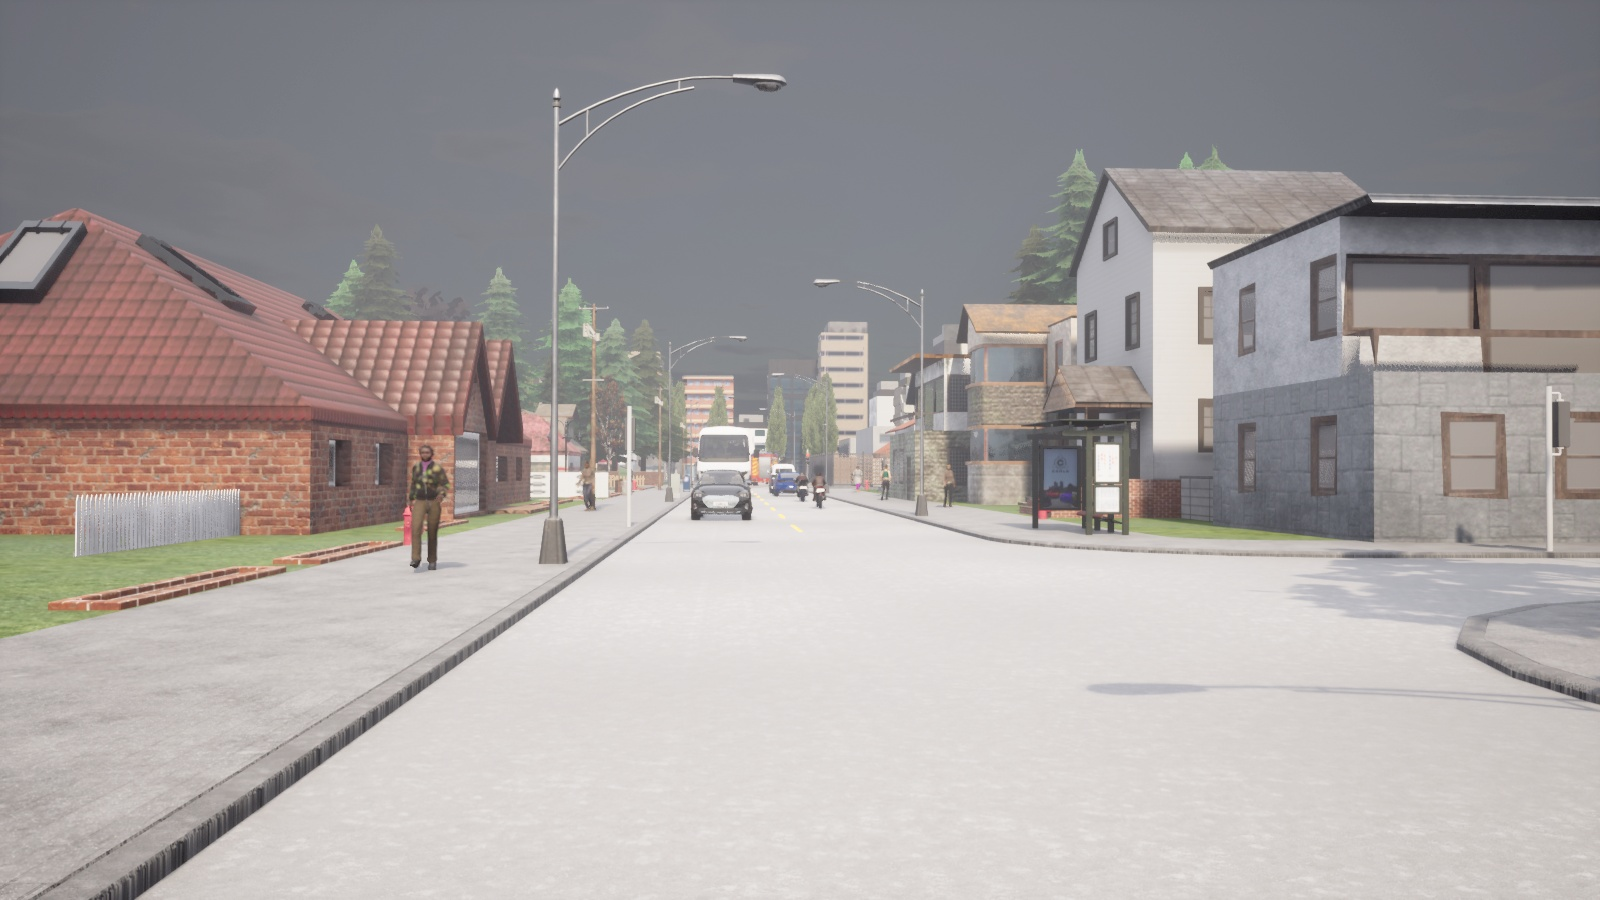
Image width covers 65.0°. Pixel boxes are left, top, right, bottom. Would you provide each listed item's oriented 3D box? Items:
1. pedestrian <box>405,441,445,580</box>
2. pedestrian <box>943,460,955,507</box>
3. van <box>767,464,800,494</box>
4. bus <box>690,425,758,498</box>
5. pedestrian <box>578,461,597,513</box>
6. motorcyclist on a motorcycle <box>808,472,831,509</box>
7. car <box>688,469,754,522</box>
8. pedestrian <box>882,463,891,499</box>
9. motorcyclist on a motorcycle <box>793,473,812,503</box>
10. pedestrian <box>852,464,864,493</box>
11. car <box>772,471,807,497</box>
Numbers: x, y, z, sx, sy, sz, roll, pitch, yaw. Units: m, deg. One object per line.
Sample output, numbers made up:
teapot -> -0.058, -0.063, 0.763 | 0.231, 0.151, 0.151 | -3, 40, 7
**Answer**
pedestrian -> -5.317, 0.840, 17.812 | 0.395, 1.930, 0.692 | 0, -1, -4
pedestrian -> 5.984, 1.345, 50.406 | 0.331, 1.846, 0.634 | 0, -1, -7
van -> -1.204, 2.010, 87.578 | 2.069, 2.038, 4.480 | 0, -1, -4
bus -> -4.684, 0.765, 78.081 | 3.944, 4.253, 10.273 | 0, -1, -3
pedestrian -> -7.455, 1.293, 44.111 | 0.328, 1.805, 0.869 | 0, -1, 14
motorcyclist on a motorcycle -> 0.801, 1.673, 52.508 | 0.797, 1.523, 2.044 | 0, -1, -3
car -> -2.542, 1.444, 41.159 | 2.033, 1.649, 4.856 | 0, -1, -3
pedestrian -> 4.365, 1.570, 63.498 | 0.345, 1.836, 0.594 | 0, -1, 14
motorcyclist on a motorcycle -> 0.115, 1.929, 64.469 | 0.866, 1.530, 2.191 | 0, -1, -3
pedestrian -> 3.951, 1.940, 85.489 | 0.659, 1.952, 0.873 | 0, -1, -8
car -> -0.674, 2.106, 78.249 | 1.882, 1.535, 5.008 | 0, -1, -3
